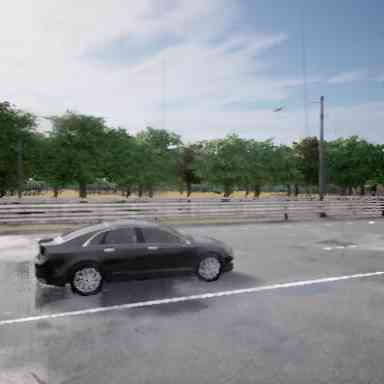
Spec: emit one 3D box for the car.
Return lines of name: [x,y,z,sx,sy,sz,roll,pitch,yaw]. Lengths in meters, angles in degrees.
car: [-1.263,1.477,8.387,4.892,1.490,1.837,0,0,-23]
